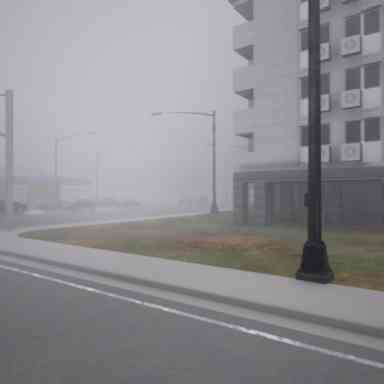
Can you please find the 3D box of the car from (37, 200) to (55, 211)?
[{"bbox_3d":[-17.510,1.654,42.458,1.994,1.385,4.181,0,0,31],"label":"car"}]

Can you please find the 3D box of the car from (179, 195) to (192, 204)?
[{"bbox_3d":[-1.349,1.447,69.708,2.097,1.767,4.553,0,0,-8],"label":"car"}]

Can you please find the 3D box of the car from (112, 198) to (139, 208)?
[{"bbox_3d":[-9.860,1.687,50.826,1.895,1.301,4.718,0,0,16],"label":"car"}]

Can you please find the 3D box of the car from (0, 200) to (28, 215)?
[{"bbox_3d":[-19.298,1.559,33.681,1.882,1.535,5.008,0,0,36],"label":"car"}]

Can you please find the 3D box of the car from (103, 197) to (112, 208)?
[{"bbox_3d":[-13.286,1.572,51.629,1.882,1.535,5.008,0,0,16],"label":"car"}]

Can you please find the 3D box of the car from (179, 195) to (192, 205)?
[{"bbox_3d":[-1.113,1.645,59.128,1.994,1.385,4.181,0,0,5],"label":"car"}]

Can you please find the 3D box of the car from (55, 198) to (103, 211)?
[{"bbox_3d":[-13.994,1.573,41.539,2.128,1.511,4.902,0,0,30],"label":"car"}]

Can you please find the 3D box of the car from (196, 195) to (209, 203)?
[{"bbox_3d":[2.101,1.443,69.943,2.097,1.767,4.553,0,0,-8],"label":"car"}]
